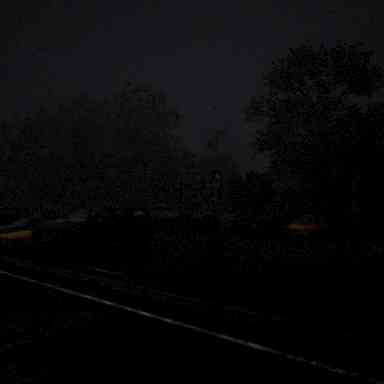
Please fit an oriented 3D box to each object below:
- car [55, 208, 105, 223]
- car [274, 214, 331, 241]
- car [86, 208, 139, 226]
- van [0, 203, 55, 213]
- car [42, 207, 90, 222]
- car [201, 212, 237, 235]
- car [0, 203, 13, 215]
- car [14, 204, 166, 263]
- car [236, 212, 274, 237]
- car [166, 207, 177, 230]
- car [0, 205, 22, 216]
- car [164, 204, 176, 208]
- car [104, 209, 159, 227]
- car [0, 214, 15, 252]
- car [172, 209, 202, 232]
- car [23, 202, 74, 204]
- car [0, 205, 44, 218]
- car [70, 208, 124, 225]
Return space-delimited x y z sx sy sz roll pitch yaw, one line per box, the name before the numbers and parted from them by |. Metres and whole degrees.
car | -12.324 2.554 36.838 2.163 1.488 4.792 -1 -2 37
car | 7.512 2.218 21.658 1.946 1.575 5.366 -1 -2 37
car | -7.882 2.466 33.513 2.097 1.535 5.008 -1 -2 37
van | -10.632 1.783 19.367 1.878 1.987 4.442 -1 -2 37
car | -14.509 2.576 38.562 2.163 1.488 4.792 0 -2 37
car | 3.200 2.297 25.157 2.231 1.521 4.892 -1 -2 37
car | -30.008 2.523 50.283 2.185 1.767 4.553 0 -2 37
car | -4.010 1.649 14.183 2.435 2.045 5.566 -1 -2 37
car | 5.427 2.291 23.501 2.163 1.488 4.792 -1 -2 37
car | -1.231 2.365 28.502 2.097 1.535 5.008 -1 -2 37
car | -27.831 2.663 48.557 2.163 1.488 4.792 0 -2 37
car | -3.464 2.147 30.155 2.435 2.045 5.566 -1 -2 37
car | -5.666 2.435 31.838 2.231 1.521 4.892 -1 -2 37
car | -6.343 1.927 15.740 1.946 1.575 5.366 -1 -2 37
car | 0.984 2.330 26.829 2.097 1.535 5.008 -1 -2 37
car | -16.754 2.313 40.197 2.435 2.045 5.566 -1 -2 37
car | -23.272 2.611 45.382 1.946 1.575 5.366 0 -2 37
car | -9.983 2.498 35.338 1.946 1.575 5.366 -1 -2 37
